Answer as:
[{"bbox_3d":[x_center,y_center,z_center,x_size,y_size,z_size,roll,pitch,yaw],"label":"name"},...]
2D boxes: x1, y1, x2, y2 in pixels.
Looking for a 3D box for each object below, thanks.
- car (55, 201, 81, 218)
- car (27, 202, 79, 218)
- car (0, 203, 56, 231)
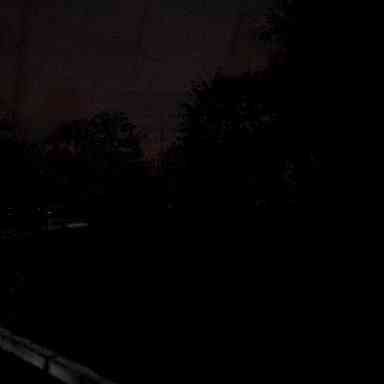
[{"bbox_3d":[-11.824,1.679,31.537,1.837,1.490,4.892,0,0,32],"label":"car"},{"bbox_3d":[-14.204,1.798,34.320,1.895,1.301,4.718,0,0,32],"label":"car"},{"bbox_3d":[-10.981,1.621,19.584,2.128,1.511,4.902,0,0,32],"label":"car"}]
